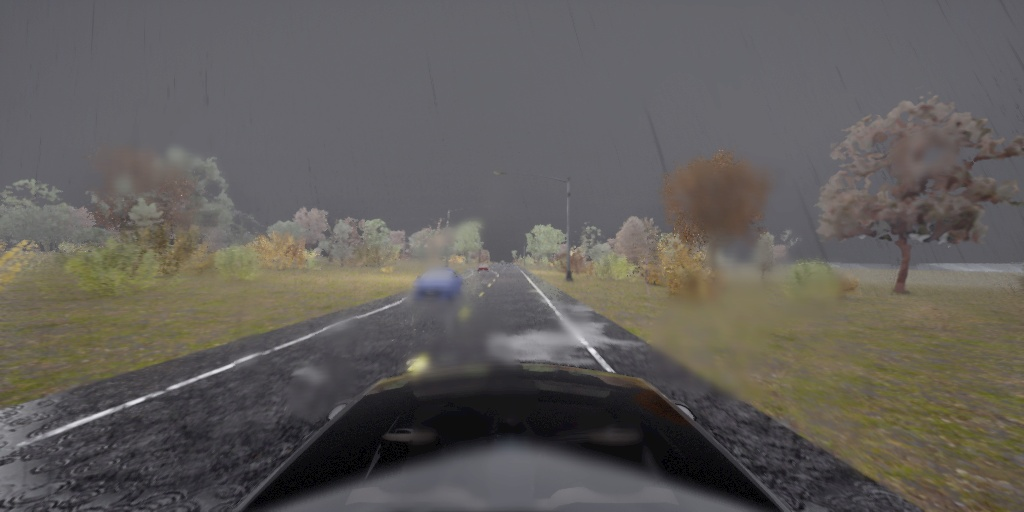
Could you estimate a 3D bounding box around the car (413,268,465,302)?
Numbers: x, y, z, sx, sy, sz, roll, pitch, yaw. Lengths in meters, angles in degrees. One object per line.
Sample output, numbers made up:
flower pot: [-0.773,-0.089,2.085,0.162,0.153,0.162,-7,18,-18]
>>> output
car: [-3.608,1.412,18.368,1.882,1.535,5.008,0,-1,0]

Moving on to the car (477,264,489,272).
car: [-4.808,2.021,59.647,1.895,1.301,4.718,0,-1,-6]
